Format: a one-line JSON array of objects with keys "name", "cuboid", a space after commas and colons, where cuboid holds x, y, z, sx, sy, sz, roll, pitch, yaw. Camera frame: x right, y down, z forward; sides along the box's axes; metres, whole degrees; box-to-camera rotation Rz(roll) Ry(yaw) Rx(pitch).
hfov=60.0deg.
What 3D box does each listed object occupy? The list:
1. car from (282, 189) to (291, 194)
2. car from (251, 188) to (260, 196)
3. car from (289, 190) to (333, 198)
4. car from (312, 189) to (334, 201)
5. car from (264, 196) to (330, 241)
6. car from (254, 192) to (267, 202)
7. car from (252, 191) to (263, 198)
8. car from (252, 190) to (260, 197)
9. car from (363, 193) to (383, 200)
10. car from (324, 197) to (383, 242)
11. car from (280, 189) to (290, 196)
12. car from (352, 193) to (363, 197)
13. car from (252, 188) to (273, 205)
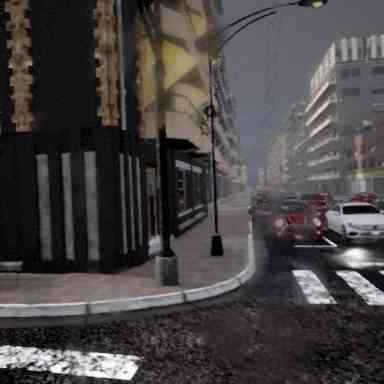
[{"name": "car", "cuboid": [25.871, -0.148, 91.121, 1.887, 1.381, 4.507, -2, 0, 10]}, {"name": "car", "cuboid": [16.664, 0.012, 86.969, 2.192, 1.841, 5.009, -2, 0, 10]}, {"name": "car", "cuboid": [8.671, 0.852, 24.217, 2.097, 1.767, 4.553, -2, 0, 10]}, {"name": "car", "cuboid": [18.335, 0.391, 46.648, 1.967, 1.590, 4.097, -2, 0, 10]}, {"name": "car", "cuboid": [4.431, 1.178, 14.703, 1.967, 1.590, 4.097, -2, 0, 10]}, {"name": "car", "cuboid": [10.996, 0.707, 53.448, 1.752, 1.417, 4.829, -2, 0, 10]}, {"name": "car", "cuboid": [13.850, 0.490, 70.293, 2.008, 1.369, 4.403, -2, 0, 10]}, {"name": "car", "cuboid": [15.704, 0.306, 81.243, 1.752, 1.417, 4.829, -2, 0, 10]}, {"name": "car", "cuboid": [14.574, 0.821, 24.413, 2.008, 1.369, 4.403, -2, 0, 10]}, {"name": "car", "cuboid": [6.988, 1.168, 14.267, 1.812, 1.442, 4.674, -2, 0, 10]}, {"name": "car", "cuboid": [11.081, 0.787, 38.310, 2.128, 1.511, 4.902, -2, 1, 10]}, {"name": "car", "cuboid": [15.515, 0.735, 29.971, 1.887, 1.381, 4.507, -2, 0, 10]}, {"name": "car", "cuboid": [9.132, 0.655, 42.496, 2.192, 1.841, 5.009, -2, 0, 10]}]
